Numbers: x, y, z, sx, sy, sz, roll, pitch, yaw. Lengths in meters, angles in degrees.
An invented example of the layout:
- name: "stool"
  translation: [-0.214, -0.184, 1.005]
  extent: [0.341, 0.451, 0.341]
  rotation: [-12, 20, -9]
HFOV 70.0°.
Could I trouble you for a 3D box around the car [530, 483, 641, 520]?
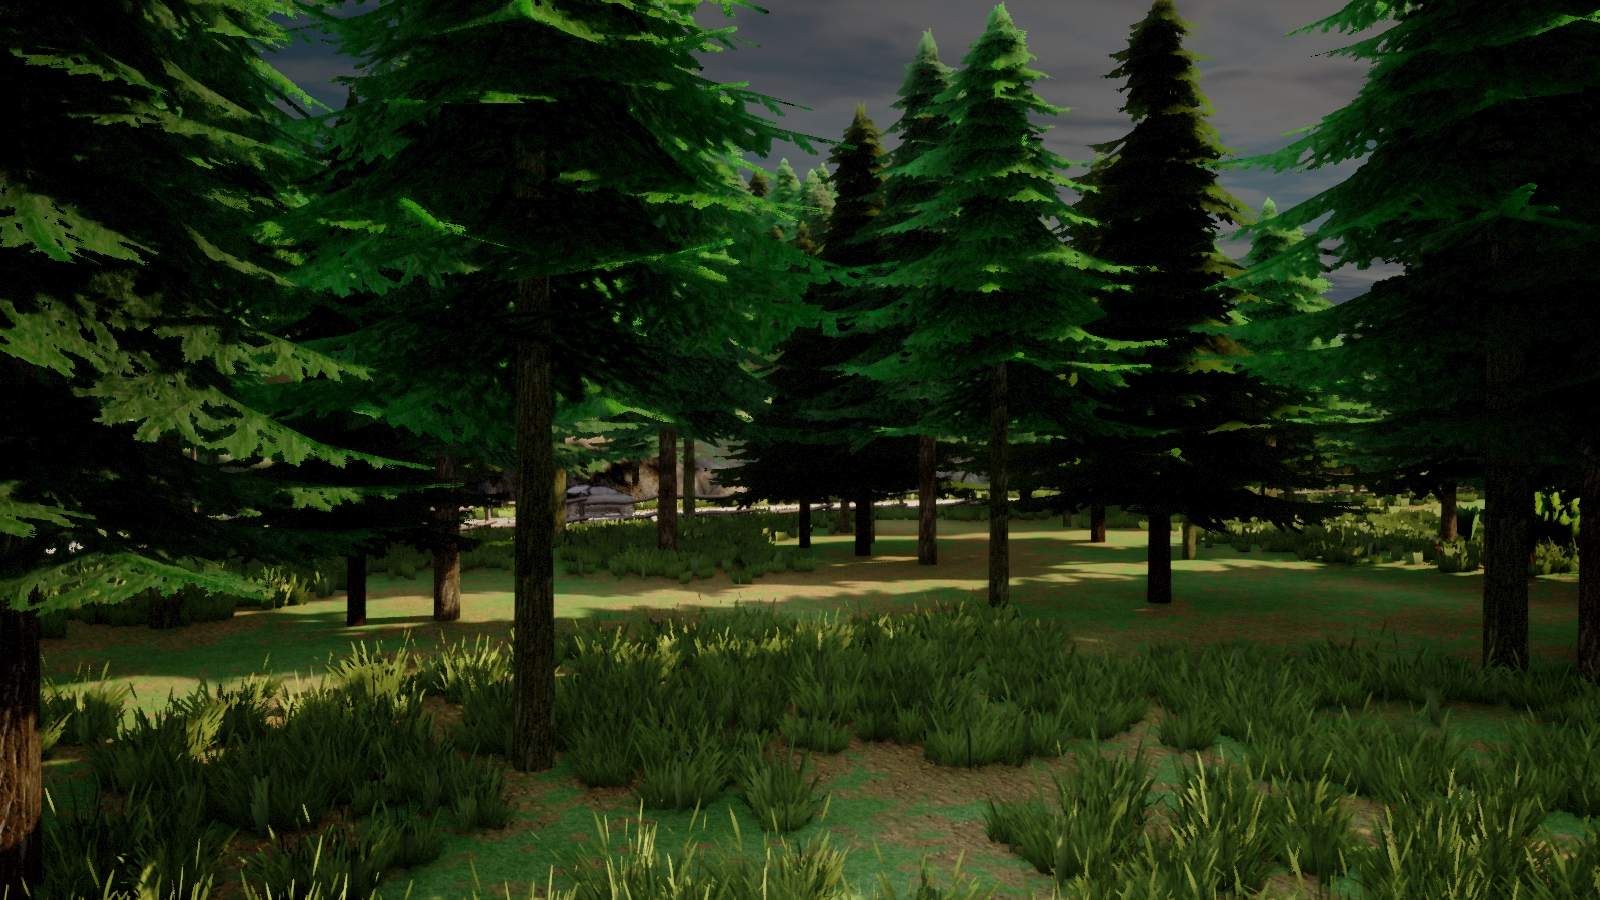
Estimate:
- name: "car"
  translation: [-8.950, 2.119, 47.913]
  extent: [4.181, 1.385, 1.994]
  rotation: [0, 0, -44]
